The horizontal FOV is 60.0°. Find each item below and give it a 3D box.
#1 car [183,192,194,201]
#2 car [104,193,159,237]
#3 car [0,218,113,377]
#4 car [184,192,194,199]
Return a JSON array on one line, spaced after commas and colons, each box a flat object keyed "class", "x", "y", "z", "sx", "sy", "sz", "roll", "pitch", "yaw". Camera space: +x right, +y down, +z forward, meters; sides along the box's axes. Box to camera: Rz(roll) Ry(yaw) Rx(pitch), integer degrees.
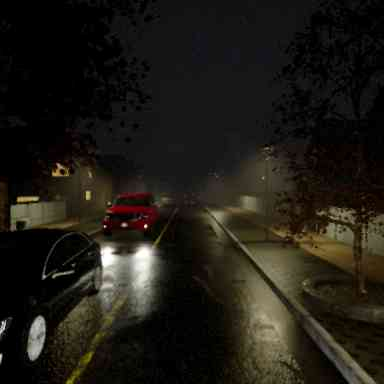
[{"class": "car", "x": -0.569, "y": 0.954, "z": 63.692, "sx": 2.128, "sy": 1.511, "sz": 4.902, "roll": 0, "pitch": 0, "yaw": 0}, {"class": "car", "x": -2.990, "y": 1.082, "z": 17.359, "sx": 2.150, "sy": 2.045, "sz": 5.566, "roll": 0, "pitch": 0, "yaw": 0}, {"class": "car", "x": -2.893, "y": 1.463, "z": 5.718, "sx": 1.837, "sy": 1.490, "sz": 4.892, "roll": 0, "pitch": 1, "yaw": -1}, {"class": "car", "x": -0.663, "y": 0.794, "z": 74.085, "sx": 2.033, "sy": 1.411, "sz": 5.357, "roll": 0, "pitch": 0, "yaw": -1}]
